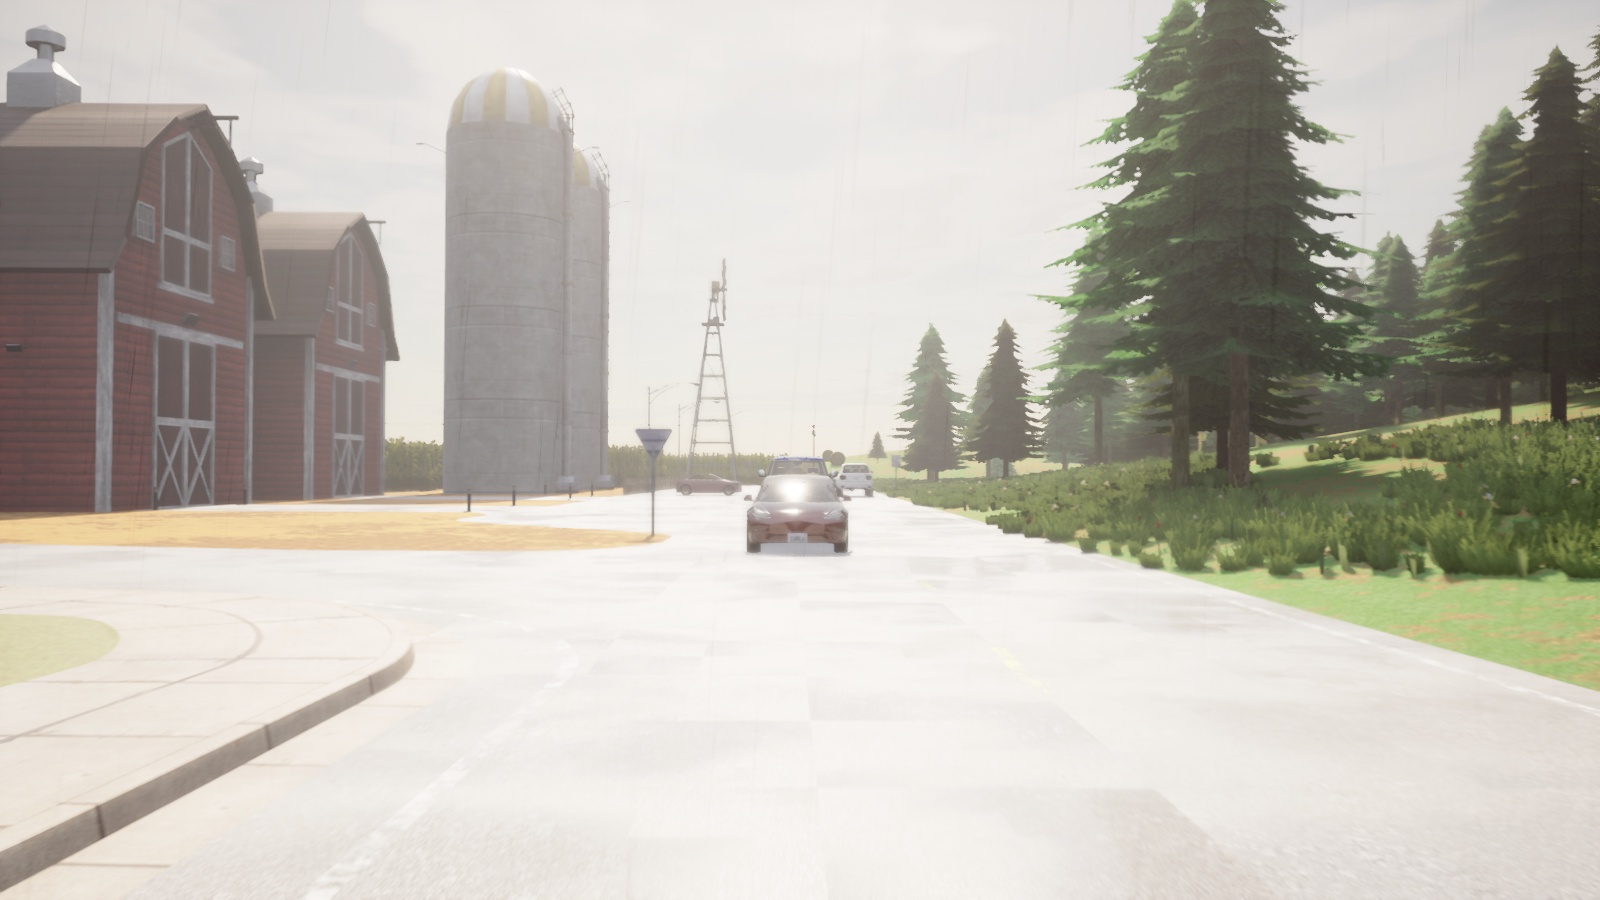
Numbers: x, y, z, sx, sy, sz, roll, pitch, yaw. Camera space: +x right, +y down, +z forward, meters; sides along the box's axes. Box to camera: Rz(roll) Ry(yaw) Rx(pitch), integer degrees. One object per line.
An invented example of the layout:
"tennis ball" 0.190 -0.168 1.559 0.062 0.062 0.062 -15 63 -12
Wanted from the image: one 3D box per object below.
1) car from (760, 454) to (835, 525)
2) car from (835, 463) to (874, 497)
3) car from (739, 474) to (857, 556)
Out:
"car" -0.066 1.186 38.947 2.150 2.045 5.566 0 -1 0
"car" 3.369 1.827 78.070 2.150 2.045 5.566 0 -1 0
"car" -0.043 1.241 25.521 2.163 1.488 4.792 0 -1 0
